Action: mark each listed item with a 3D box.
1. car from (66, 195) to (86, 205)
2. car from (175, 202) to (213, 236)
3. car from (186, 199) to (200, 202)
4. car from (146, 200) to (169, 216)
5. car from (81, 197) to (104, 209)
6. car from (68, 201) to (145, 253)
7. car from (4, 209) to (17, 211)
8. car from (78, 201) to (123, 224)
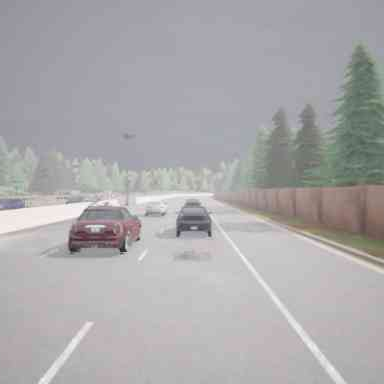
[{"bbox_3d":[-21.099,1.397,60.678,2.097,1.767,4.553,0,0,0],"label":"car"},{"bbox_3d":[0.096,1.509,18.633,1.837,1.490,4.892,0,0,0],"label":"car"},{"bbox_3d":[0.100,1.514,36.661,1.837,1.490,4.892,0,0,0],"label":"car"},{"bbox_3d":[-3.413,1.534,32.733,1.812,1.442,4.674,0,0,0],"label":"car"},{"bbox_3d":[-14.057,1.538,47.315,1.812,1.442,4.674,0,0,0],"label":"car"},{"bbox_3d":[-3.400,1.356,13.819,2.097,1.767,4.553,0,0,0],"label":"car"},{"bbox_3d":[-17.580,1.361,31.136,2.097,1.767,4.553,0,0,0],"label":"car"},{"bbox_3d":[-6.899,1.498,25.666,2.128,1.511,4.902,0,0,0],"label":"car"}]
